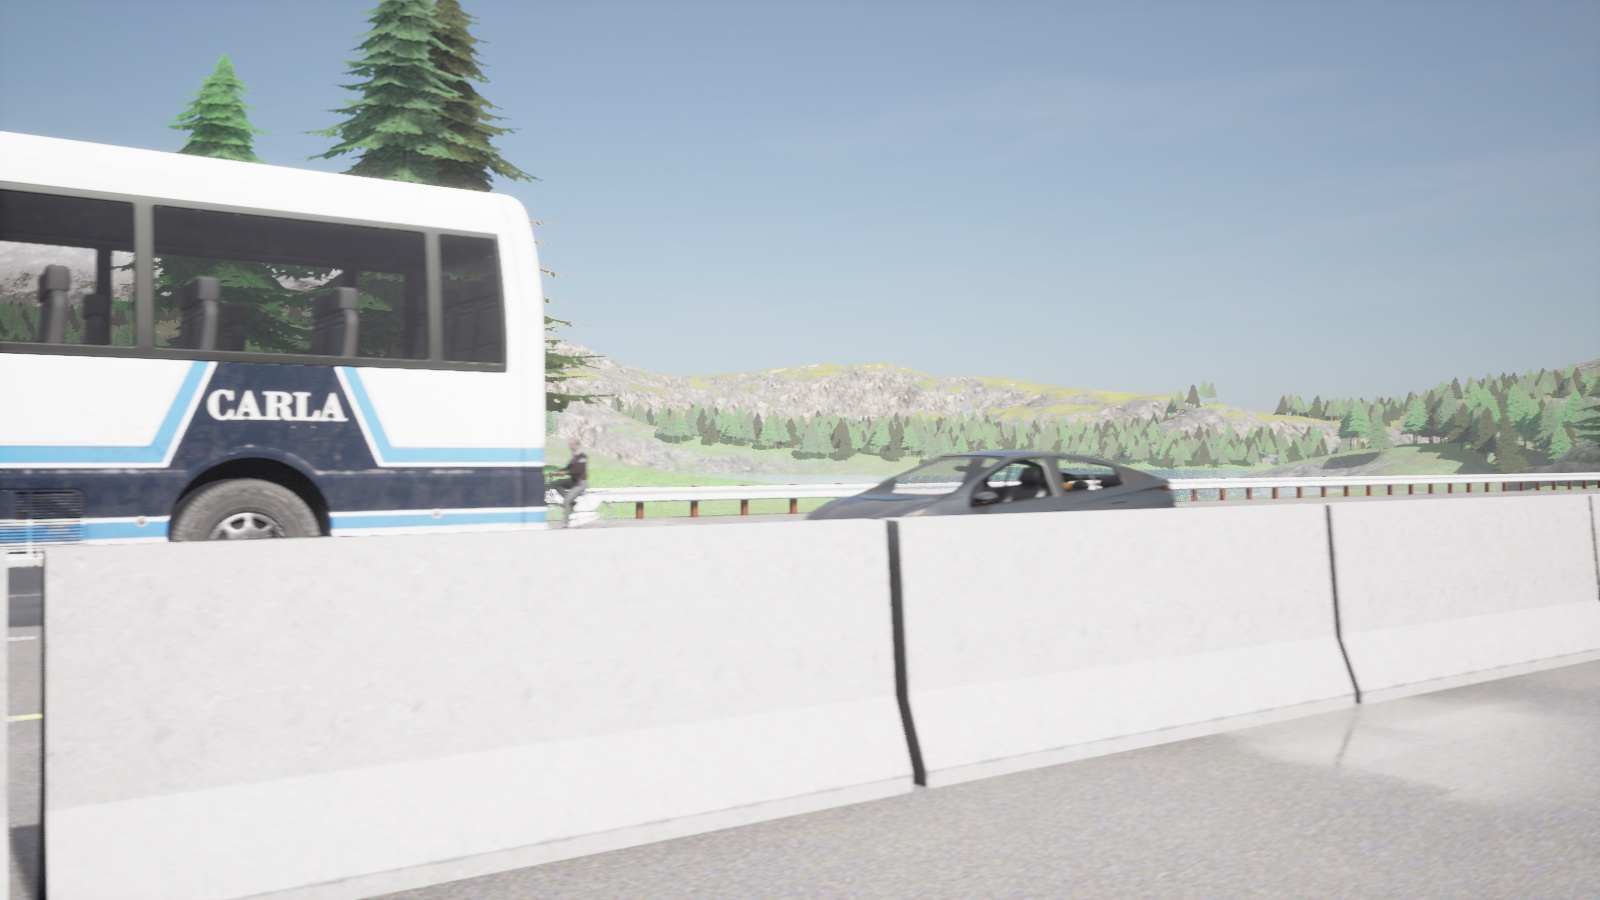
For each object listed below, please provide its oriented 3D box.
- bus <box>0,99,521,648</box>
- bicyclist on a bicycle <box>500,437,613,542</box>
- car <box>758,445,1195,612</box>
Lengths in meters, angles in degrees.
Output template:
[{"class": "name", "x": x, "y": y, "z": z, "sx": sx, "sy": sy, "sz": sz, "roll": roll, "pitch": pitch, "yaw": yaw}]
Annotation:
[{"class": "bus", "x": -8.046, "y": -0.588, "z": 10.858, "sx": 10.273, "sy": 4.253, "sz": 3.944, "roll": 0, "pitch": 0, "yaw": -35}, {"class": "bicyclist on a bicycle", "x": -4.255, "y": 0.678, "z": 22.019, "sx": 1.843, "sy": 1.776, "sz": 0.659, "roll": 0, "pitch": 0, "yaw": -35}, {"class": "car", "x": 1.985, "y": 0.721, "z": 13.568, "sx": 4.514, "sy": 1.525, "sz": 2.007, "roll": 0, "pitch": 0, "yaw": -35}]
